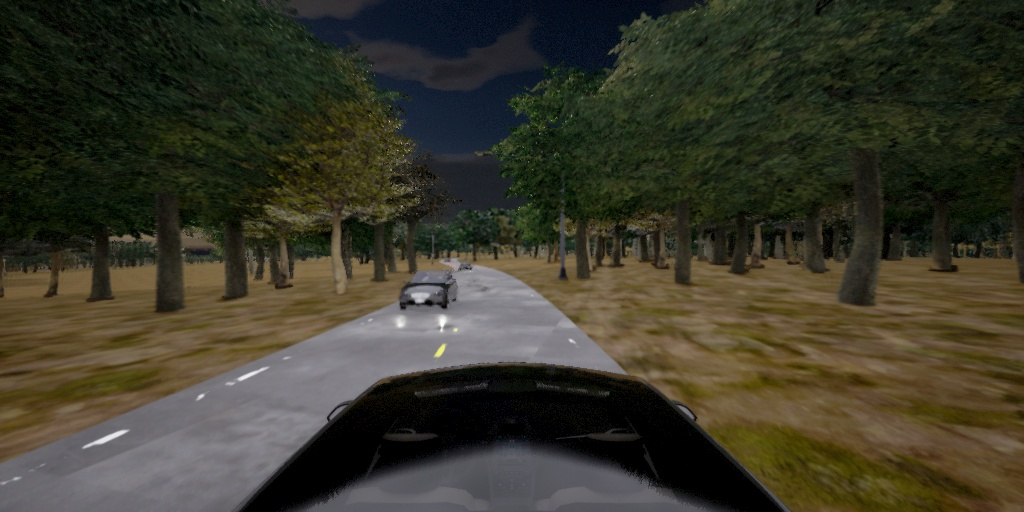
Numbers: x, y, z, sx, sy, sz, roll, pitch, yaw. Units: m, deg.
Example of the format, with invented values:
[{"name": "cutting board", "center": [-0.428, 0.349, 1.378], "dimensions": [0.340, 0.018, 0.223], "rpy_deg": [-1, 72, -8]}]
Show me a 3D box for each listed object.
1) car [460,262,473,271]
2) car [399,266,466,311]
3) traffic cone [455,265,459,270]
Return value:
[{"name": "car", "center": [-7.285, 1.657, 56.623], "dimensions": [1.994, 1.385, 4.181], "rpy_deg": [0, 0, -8]}, {"name": "car", "center": [-3.395, 1.358, 15.305], "dimensions": [2.128, 1.511, 4.902], "rpy_deg": [0, 0, -2]}, {"name": "traffic cone", "center": [-8.759, 2.014, 58.678], "dimensions": [0.340, 0.580, 0.340], "rpy_deg": [0, 0, -7]}]
